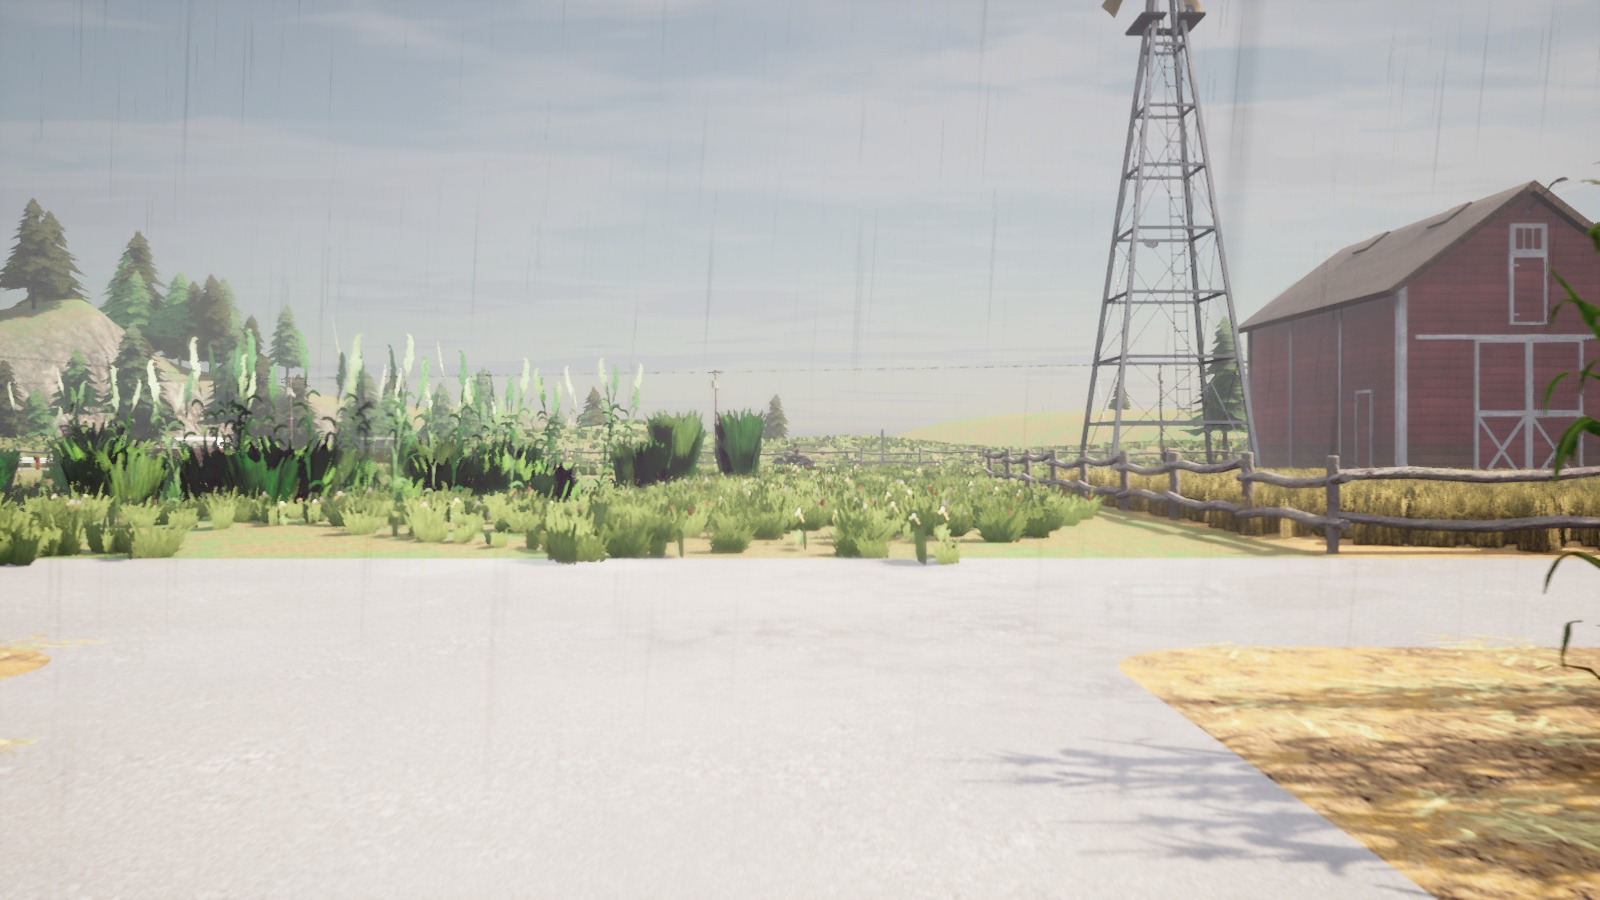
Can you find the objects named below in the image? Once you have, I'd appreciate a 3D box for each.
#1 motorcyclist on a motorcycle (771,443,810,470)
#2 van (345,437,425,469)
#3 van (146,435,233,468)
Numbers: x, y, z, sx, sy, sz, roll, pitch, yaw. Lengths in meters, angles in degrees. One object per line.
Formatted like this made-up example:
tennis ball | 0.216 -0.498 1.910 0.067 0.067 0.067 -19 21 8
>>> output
motorcyclist on a motorcycle | -0.575 0.385 76.309 2.350 1.649 0.766 0 0 6
van | -26.056 0.157 78.892 4.442 1.987 1.775 0 0 6
van | -38.840 0.115 79.958 4.480 2.038 2.069 0 0 -1
